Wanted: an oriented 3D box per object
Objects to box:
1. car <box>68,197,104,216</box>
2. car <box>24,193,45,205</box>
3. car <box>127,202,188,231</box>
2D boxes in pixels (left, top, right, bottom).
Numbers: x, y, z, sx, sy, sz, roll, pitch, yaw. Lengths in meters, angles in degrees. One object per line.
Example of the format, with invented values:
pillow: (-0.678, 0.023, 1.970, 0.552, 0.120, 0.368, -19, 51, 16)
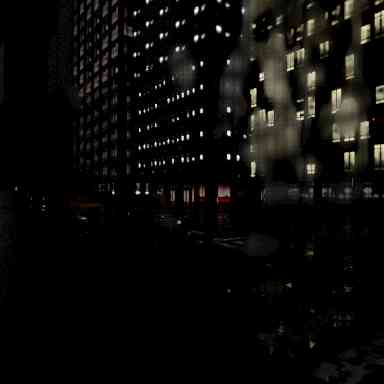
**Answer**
car: (-9.535, 1.229, 29.763, 1.882, 1.535, 5.008, 0, 0, -37)
car: (-22.438, 0.912, 47.290, 2.097, 1.767, 4.553, 0, 0, -37)
car: (-2.148, 1.344, 19.821, 2.128, 1.511, 4.902, 0, 0, -37)
